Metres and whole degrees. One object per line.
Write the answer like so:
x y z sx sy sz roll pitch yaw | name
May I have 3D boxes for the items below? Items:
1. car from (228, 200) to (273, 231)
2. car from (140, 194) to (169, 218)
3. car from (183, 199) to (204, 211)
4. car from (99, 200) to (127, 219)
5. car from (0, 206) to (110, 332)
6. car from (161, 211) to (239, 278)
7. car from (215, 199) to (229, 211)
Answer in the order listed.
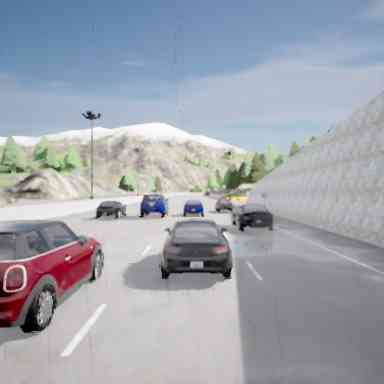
3.627 1.454 20.526 1.882 1.535 5.008 0 0 0 | car
-3.361 1.184 30.313 2.150 2.045 5.566 0 0 0 | car
0.142 1.439 32.061 1.882 1.535 5.008 0 0 0 | car
-6.863 1.468 28.638 1.837 1.490 4.892 0 0 0 | car
-3.392 1.342 6.977 2.097 1.767 4.553 0 0 0 | car
0.113 1.514 9.982 1.812 1.442 4.674 0 0 0 | car
3.650 1.503 38.189 2.033 1.411 5.357 0 0 0 | car
